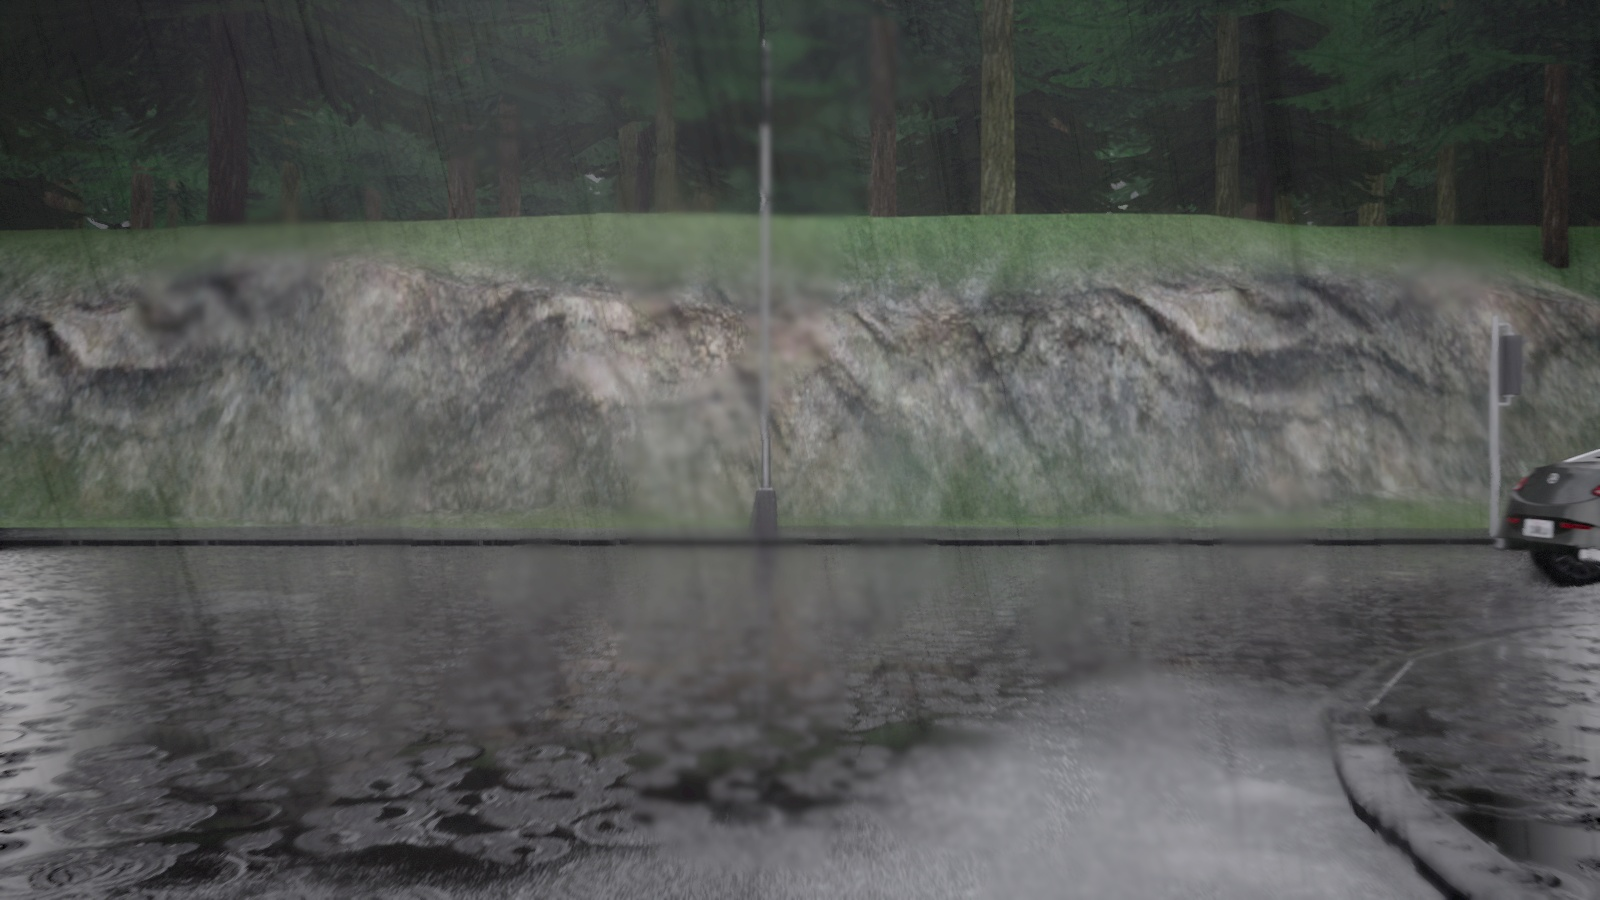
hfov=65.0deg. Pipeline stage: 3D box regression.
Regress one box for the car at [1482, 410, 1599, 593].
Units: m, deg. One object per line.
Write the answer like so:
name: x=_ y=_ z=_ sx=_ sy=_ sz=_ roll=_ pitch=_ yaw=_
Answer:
car: x=9.681 y=0.464 z=12.151 sx=5.027 sy=1.651 sz=2.152 roll=0 pitch=0 yaw=-3
